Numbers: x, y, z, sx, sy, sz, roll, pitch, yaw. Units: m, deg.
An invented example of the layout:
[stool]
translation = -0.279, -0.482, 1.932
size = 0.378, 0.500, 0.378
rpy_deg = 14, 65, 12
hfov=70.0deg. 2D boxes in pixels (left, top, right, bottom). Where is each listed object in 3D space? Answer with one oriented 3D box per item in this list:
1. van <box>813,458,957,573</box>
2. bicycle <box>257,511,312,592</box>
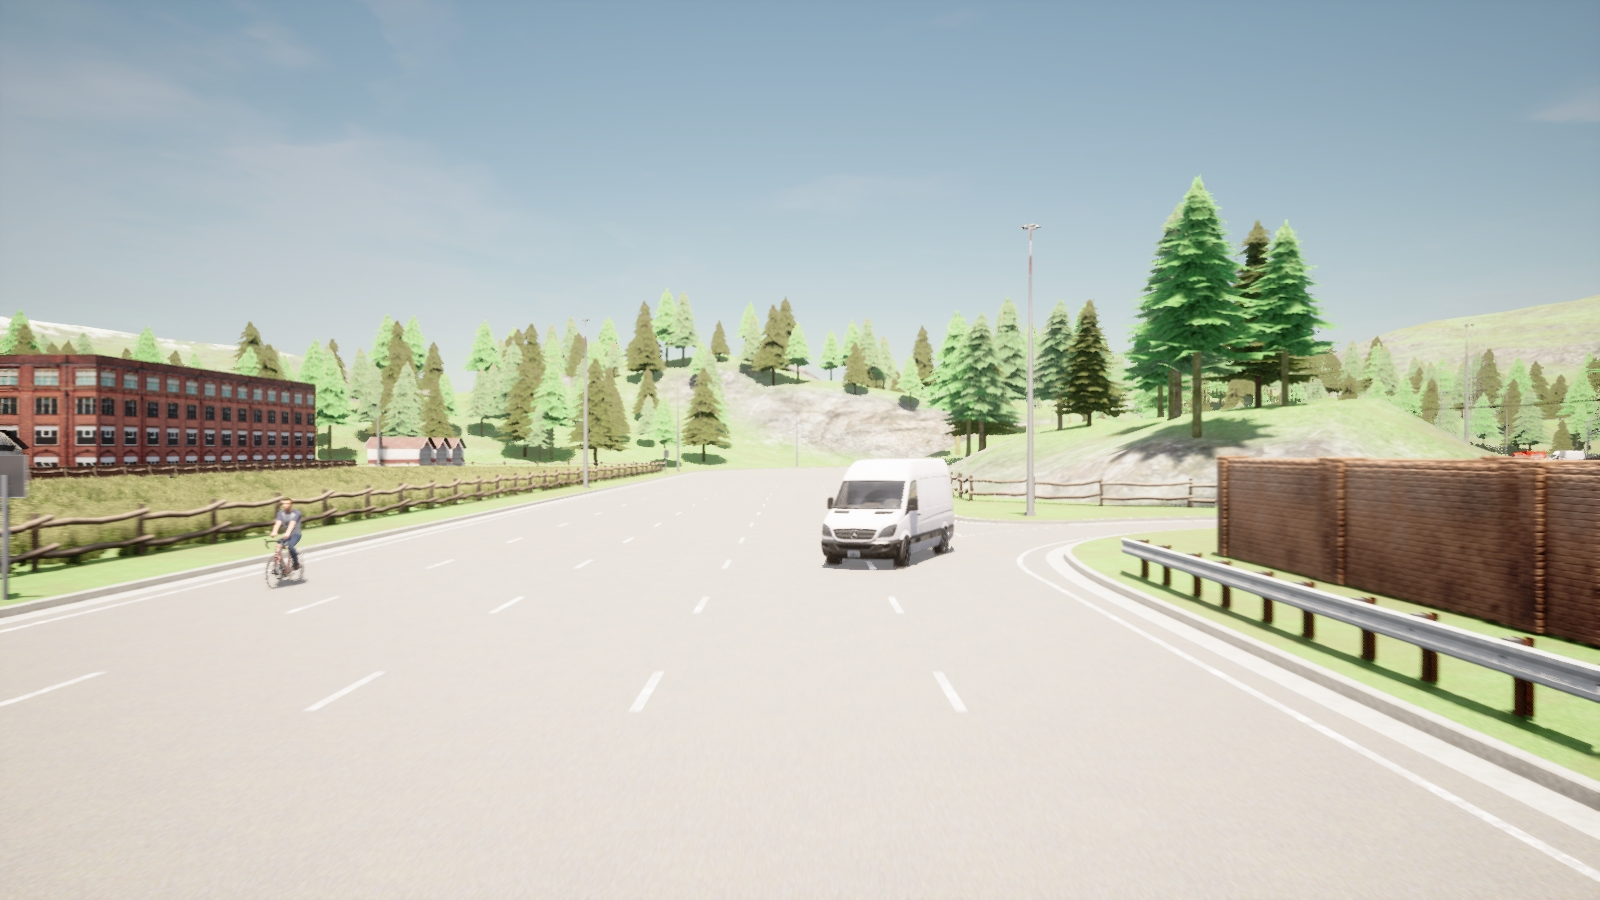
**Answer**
[van]
translation = 2.312, 1.517, 29.055
size = 1.988, 2.561, 5.915
rpy_deg = -1, 0, 21
[bicycle]
translation = -10.530, 2.041, 23.371
size = 0.373, 1.496, 1.643
rpy_deg = 0, 0, 0
